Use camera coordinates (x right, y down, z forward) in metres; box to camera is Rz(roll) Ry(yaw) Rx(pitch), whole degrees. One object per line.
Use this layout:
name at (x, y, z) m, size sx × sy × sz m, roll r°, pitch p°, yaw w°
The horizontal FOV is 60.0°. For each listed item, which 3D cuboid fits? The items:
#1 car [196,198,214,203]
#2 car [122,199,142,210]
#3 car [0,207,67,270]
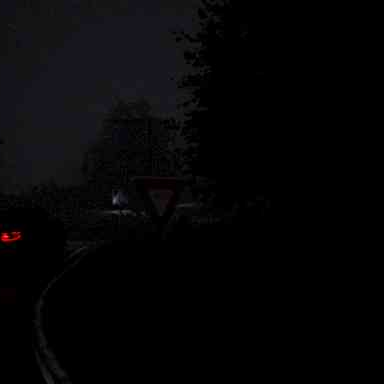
car at (2.728, 1.194, 58.542) m, size 1.895 × 1.301 × 4.718 m, roll 1°, pitch 3°, yaw 42°
car at (-7.279, 1.719, 47.205) m, size 2.033 × 1.411 × 5.357 m, roll 1°, pitch 2°, yaw 41°
car at (-6.401, 1.552, 12.333) m, size 2.150 × 2.045 × 5.566 m, roll 0°, pitch -1°, yaw -5°
